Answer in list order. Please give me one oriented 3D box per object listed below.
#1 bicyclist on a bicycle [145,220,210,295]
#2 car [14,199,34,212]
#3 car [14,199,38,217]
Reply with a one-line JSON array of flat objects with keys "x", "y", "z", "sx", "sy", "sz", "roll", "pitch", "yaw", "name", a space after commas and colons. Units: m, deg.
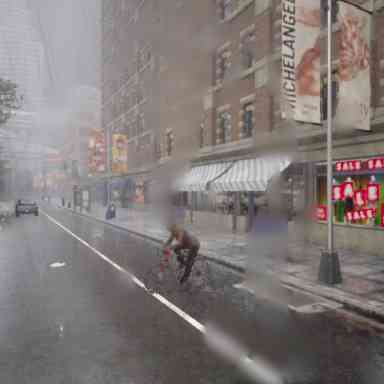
[{"x": -0.306, "y": 1.441, "z": 7.513, "sx": 1.656, "sy": 1.620, "sz": 0.582, "roll": -2, "pitch": 1, "yaw": -28, "name": "bicyclist on a bicycle"}, {"x": -20.261, "y": 1.547, "z": 40.114, "sx": 2.033, "sy": 1.411, "sz": 5.357, "roll": 0, "pitch": 0, "yaw": -27, "name": "car"}, {"x": -15.674, "y": 1.491, "z": 31.517, "sx": 2.128, "sy": 1.511, "sz": 4.902, "roll": 0, "pitch": 0, "yaw": -28, "name": "car"}]
